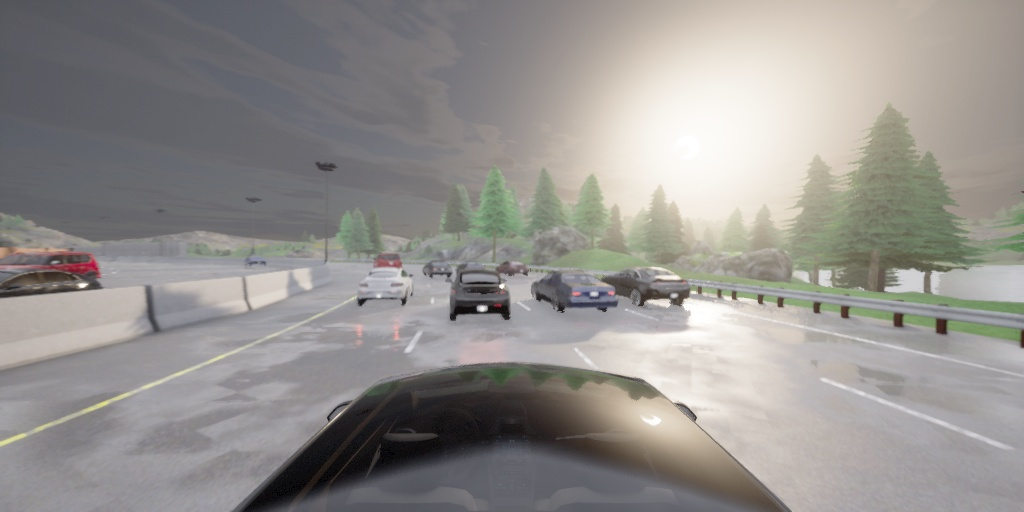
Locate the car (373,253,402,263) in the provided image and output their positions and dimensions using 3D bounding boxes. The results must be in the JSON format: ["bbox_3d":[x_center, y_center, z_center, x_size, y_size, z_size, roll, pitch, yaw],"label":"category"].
[{"bbox_3d":[-12.016,0.759,34.620,2.150,2.045,5.566,0,0,-26],"label":"car"}]

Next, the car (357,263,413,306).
[{"bbox_3d":[-5.265,1.187,15.230,1.812,1.442,4.674,0,0,-11],"label":"car"}]

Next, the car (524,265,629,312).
[{"bbox_3d":[2.163,1.241,13.851,2.033,1.411,5.357,0,0,-10],"label":"car"}]

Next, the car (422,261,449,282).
[{"bbox_3d":[-6.546,1.121,31.181,2.033,1.411,5.357,0,0,-23],"label":"car"}]

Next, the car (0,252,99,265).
[{"bbox_3d":[-24.347,0.802,18.509,2.150,2.045,5.566,0,0,-19],"label":"car"}]

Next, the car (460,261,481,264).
[{"bbox_3d":[-3.842,1.135,33.436,1.994,1.385,4.181,0,0,-23],"label":"car"}]

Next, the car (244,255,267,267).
[{"bbox_3d":[-34.030,0.593,47.551,1.882,1.535,5.008,0,0,-45],"label":"car"}]

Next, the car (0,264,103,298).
[{"bbox_3d":[-15.264,1.157,10.765,1.837,1.490,4.892,1,0,-11],"label":"car"}]

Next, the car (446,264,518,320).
[{"bbox_3d":[-1.207,1.195,12.357,1.837,1.490,4.892,0,0,-9],"label":"car"}]

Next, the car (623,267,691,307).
[{"bbox_3d":[5.375,1.189,15.165,2.128,1.511,4.902,0,0,-10],"label":"car"}]

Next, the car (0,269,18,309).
[{"bbox_3d":[-18.884,1.202,11.057,1.994,1.385,4.181,0,0,-12],"label":"car"}]

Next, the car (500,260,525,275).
[{"bbox_3d":[0.001,1.110,33.376,1.812,1.442,4.674,0,0,-22],"label":"car"}]
